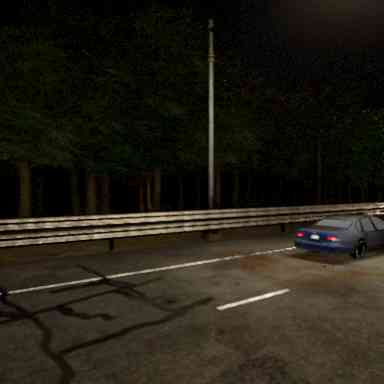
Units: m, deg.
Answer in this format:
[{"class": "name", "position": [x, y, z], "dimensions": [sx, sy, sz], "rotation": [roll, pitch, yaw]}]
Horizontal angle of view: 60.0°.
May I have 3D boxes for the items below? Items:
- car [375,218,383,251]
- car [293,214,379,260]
[{"class": "car", "position": [7.149, 1.455, 8.841], "dimensions": [5.008, 1.535, 1.882], "rotation": [0, 0, -35]}, {"class": "car", "position": [6.083, 1.522, 12.381], "dimensions": [5.357, 1.411, 2.033], "rotation": [0, 0, -35]}]
